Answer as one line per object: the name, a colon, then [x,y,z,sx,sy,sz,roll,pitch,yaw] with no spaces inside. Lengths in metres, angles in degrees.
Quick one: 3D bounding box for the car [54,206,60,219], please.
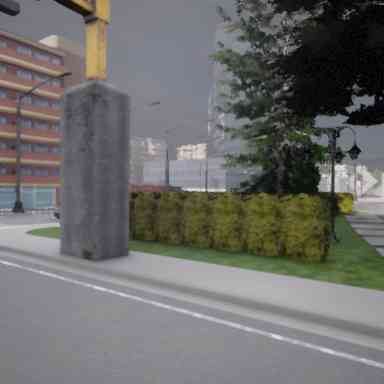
car: [-8.479,1.360,25.830,1.994,1.385,4.181,1,0,36]
